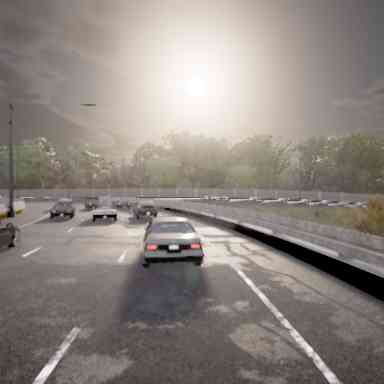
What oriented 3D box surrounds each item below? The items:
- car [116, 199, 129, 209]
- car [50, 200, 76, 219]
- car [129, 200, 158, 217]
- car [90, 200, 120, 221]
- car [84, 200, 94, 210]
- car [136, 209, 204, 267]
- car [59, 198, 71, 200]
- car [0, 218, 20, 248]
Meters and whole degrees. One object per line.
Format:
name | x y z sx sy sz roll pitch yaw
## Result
car | -9.552 1.636 44.736 1.895 1.301 4.718 0 0 -23
car | -11.551 1.646 30.025 1.895 1.301 4.718 0 0 -16
car | -4.207 1.518 29.626 1.837 1.490 4.892 0 0 -15
car | -7.233 1.628 27.604 1.895 1.301 4.718 0 0 -15
car | -13.183 1.651 44.326 1.895 1.301 4.718 0 0 -24
car | -0.767 1.549 11.515 2.033 1.411 5.357 0 0 -6
car | -16.311 1.541 42.720 1.882 1.535 5.008 0 0 -23
car | -7.932 1.536 12.074 1.837 1.490 4.892 0 0 -7
